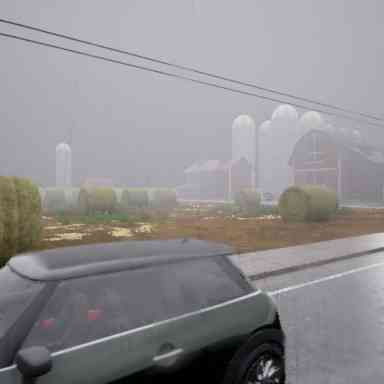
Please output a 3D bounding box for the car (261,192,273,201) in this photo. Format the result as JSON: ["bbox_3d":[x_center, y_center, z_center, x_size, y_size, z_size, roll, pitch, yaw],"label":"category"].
[{"bbox_3d":[15.789,1.118,72.832,3.866,1.878,1.905,-2,5,10],"label":"car"}]

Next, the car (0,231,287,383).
[{"bbox_3d":[-1.212,1.352,3.110,4.553,1.767,2.097,0,0,-36],"label":"car"}]
